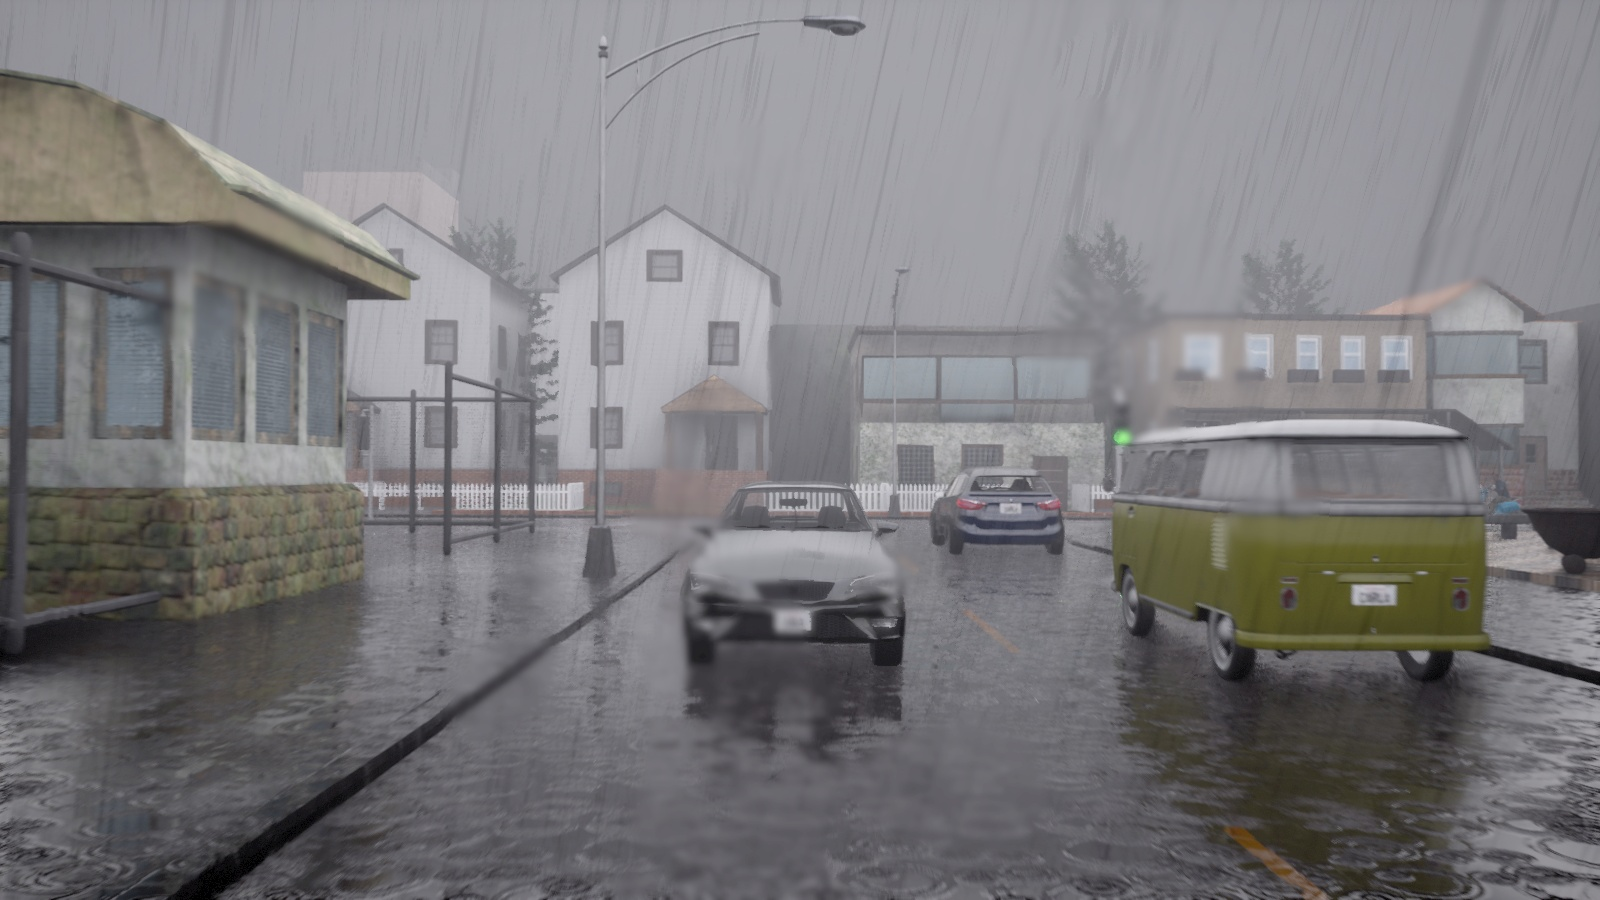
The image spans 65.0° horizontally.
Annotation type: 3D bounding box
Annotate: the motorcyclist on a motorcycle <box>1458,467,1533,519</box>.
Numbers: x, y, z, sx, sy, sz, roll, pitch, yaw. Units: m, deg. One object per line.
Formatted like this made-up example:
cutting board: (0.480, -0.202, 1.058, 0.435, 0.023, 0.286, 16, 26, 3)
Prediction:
motorcyclist on a motorcycle: (21.689, 1.342, 39.178, 1.817, 1.590, 0.866, 0, -1, -1)

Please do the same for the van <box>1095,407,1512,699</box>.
van: (3.963, 0.735, 10.811, 1.775, 1.987, 4.442, 0, -1, 0)

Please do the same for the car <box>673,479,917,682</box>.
car: (-0.038, 1.022, 11.469, 1.816, 1.474, 4.193, 0, -1, 0)

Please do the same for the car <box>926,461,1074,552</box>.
car: (3.913, 1.073, 25.472, 2.242, 1.667, 4.611, 0, -1, 0)
